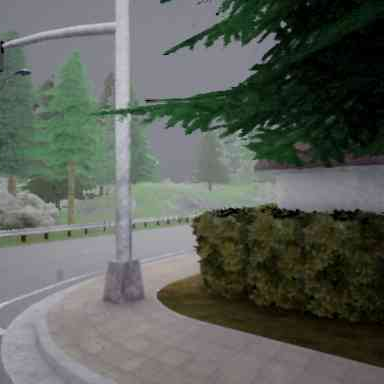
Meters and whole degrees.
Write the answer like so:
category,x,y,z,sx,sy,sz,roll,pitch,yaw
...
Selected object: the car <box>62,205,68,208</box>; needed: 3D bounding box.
category,x,y,z,sx,sy,sz,roll,pitch,yaw
car,-17.425,2.212,51.191,1.895,1.301,4.718,-1,0,36
